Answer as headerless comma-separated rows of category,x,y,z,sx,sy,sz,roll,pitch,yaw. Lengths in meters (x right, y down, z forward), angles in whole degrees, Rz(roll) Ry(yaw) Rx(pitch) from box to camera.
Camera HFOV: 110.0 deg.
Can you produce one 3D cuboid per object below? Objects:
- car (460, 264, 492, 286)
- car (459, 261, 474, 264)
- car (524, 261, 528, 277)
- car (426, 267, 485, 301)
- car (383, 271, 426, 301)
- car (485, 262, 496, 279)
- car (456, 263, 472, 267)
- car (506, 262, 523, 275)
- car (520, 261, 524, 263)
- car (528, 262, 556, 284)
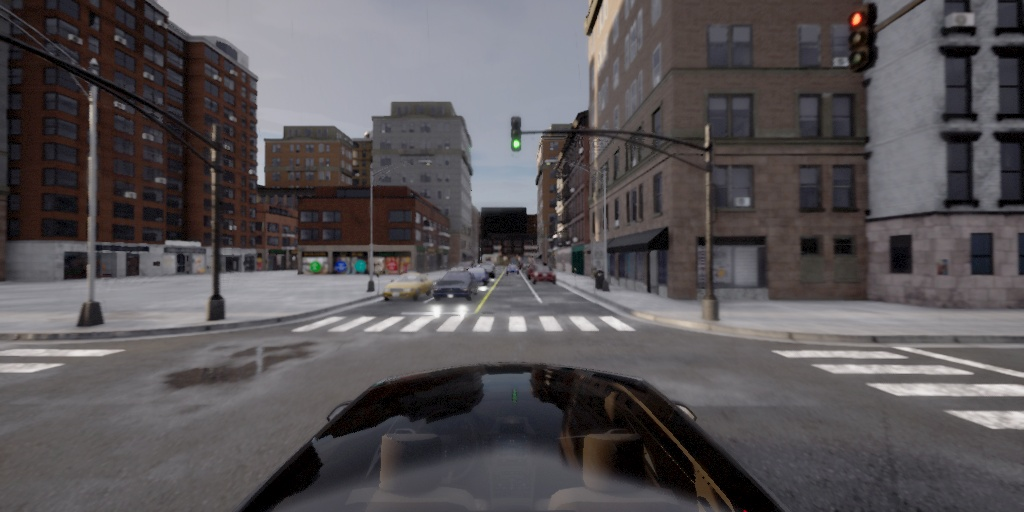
car,-2.857,1.614,29.381,1.812,1.442,4.674,0,-1,0
car,-5.394,1.559,41.885,2.192,1.841,5.009,0,0,0
car,2.632,1.474,36.225,2.192,1.841,5.009,0,0,0
car,-2.853,1.515,19.331,2.033,1.411,5.357,0,-1,0
car,-5.390,1.498,19.069,1.751,1.417,4.829,0,0,0
car,-2.841,1.693,39.871,1.882,1.535,5.008,0,-1,0
car,-5.393,1.727,36.223,2.007,1.370,4.403,0,0,0
car,0.093,1.893,51.232,2.033,1.411,5.357,0,-1,0
car,2.628,2.051,64.532,2.007,1.370,4.403,0,0,0
car,2.633,1.531,30.563,1.967,1.591,4.097,0,0,0
